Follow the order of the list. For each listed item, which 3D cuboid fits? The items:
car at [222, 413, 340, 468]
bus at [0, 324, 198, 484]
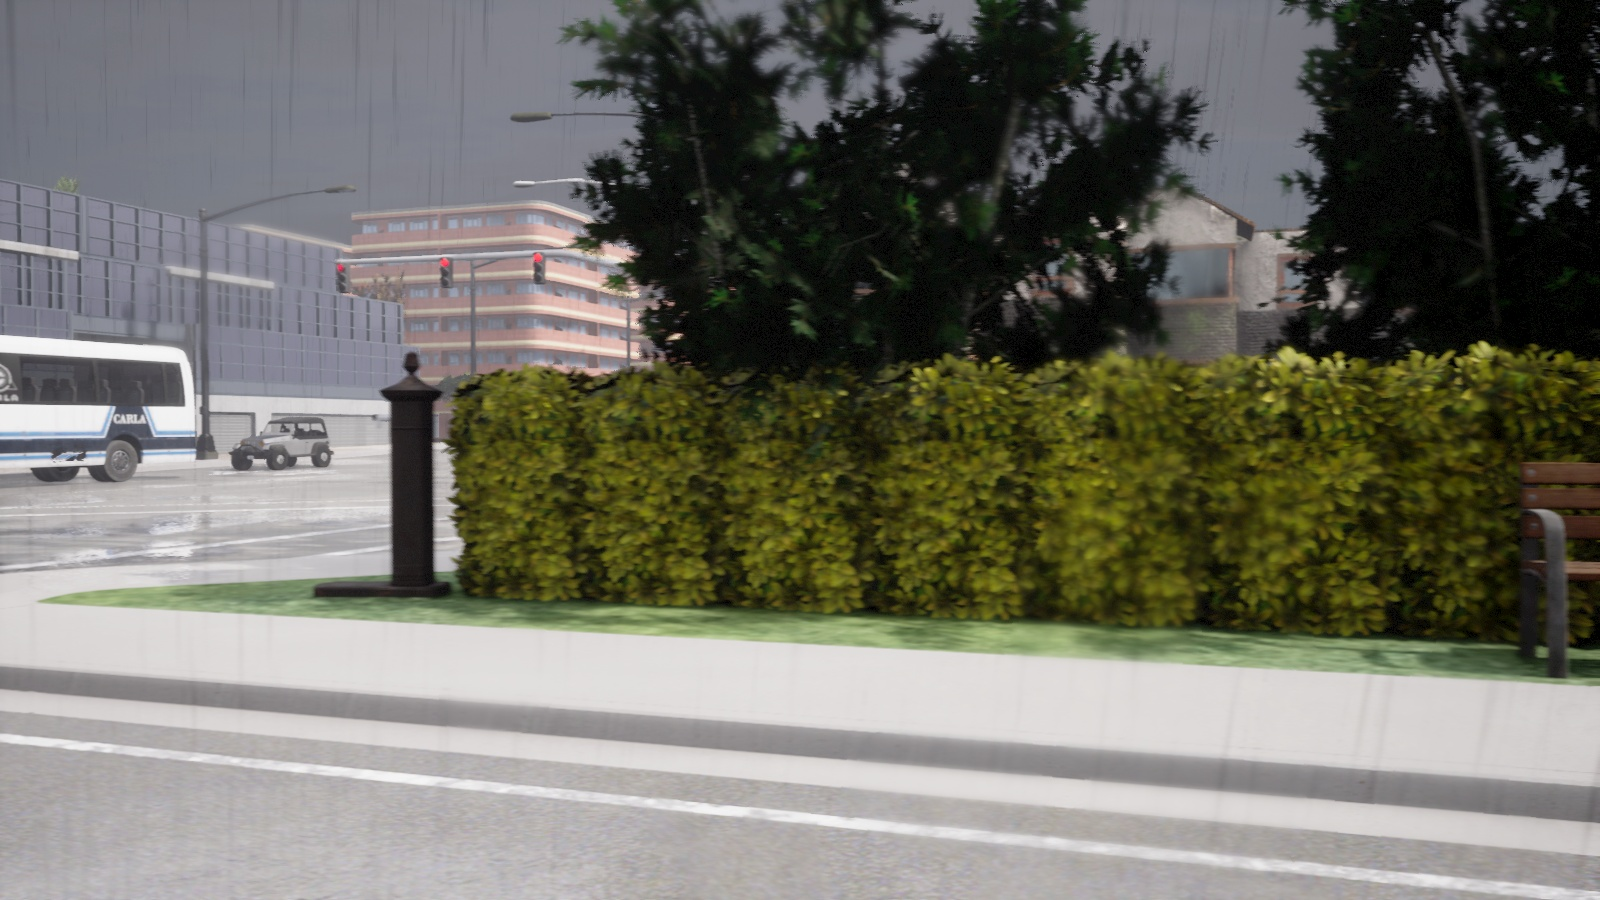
[{"bbox_3d":[-19.082,-0.398,46.358,1.905,1.878,3.866,1,2,19],"label":"car"},{"bbox_3d":[-22.580,-1.263,35.519,3.944,4.253,10.273,0,1,19],"label":"bus"}]
